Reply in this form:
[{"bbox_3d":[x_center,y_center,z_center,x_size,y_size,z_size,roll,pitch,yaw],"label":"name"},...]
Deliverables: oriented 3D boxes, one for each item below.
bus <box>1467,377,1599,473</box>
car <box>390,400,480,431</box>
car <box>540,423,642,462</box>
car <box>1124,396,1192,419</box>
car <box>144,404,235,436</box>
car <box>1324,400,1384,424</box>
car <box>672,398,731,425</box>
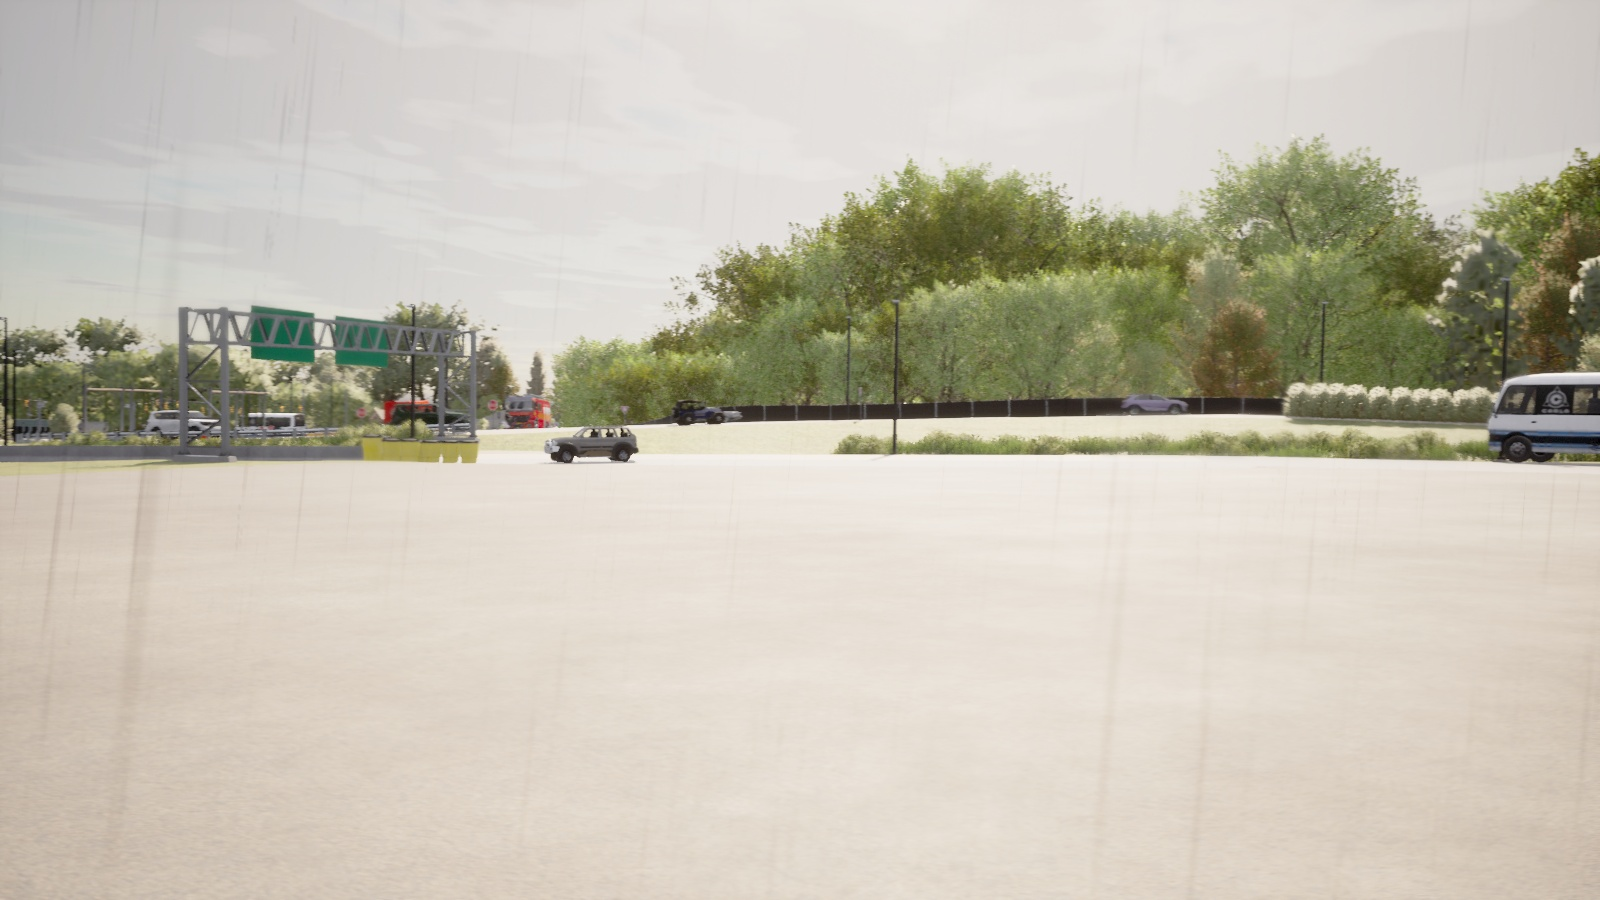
[{"bbox_3d":[36.831,-1.135,57.513,3.944,4.253,10.273,0,2,-39],"label":"bus"},{"bbox_3d":[-24.931,-2.372,85.997,5.566,2.045,2.150,-1,2,-4],"label":"car"},{"bbox_3d":[-10.329,-0.382,62.069,4.605,1.855,1.932,-1,1,-25],"label":"car"},{"bbox_3d":[26.586,-3.166,93.305,4.856,1.649,2.033,0,2,17],"label":"car"},{"bbox_3d":[-41.796,-2.032,86.015,5.566,2.045,2.150,-1,1,17],"label":"car"},{"bbox_3d":[39.473,-2.716,89.525,3.705,1.549,1.789,3,2,18],"label":"car"},{"bbox_3d":[-7.258,-2.826,92.496,3.866,1.878,1.905,-2,2,-21],"label":"car"}]
